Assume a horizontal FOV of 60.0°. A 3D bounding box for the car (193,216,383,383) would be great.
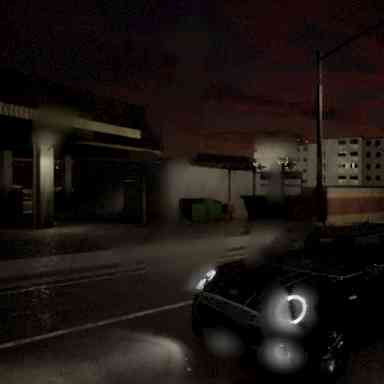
[{"bbox_3d":[2.217,1.352,5.550,4.553,1.767,2.097,0,0,-35],"label":"car"}]
